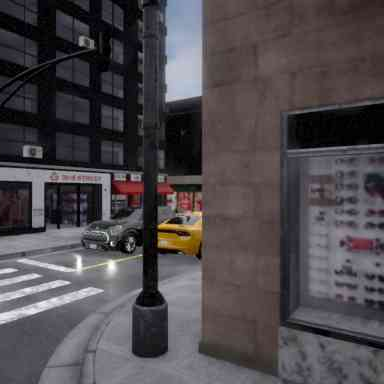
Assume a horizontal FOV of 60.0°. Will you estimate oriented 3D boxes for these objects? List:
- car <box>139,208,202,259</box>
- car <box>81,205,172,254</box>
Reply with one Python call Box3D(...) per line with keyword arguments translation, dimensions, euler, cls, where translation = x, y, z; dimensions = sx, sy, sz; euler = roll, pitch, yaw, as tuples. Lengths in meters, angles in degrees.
Box3D(translation=(0.465, 1.501, 12.860), dimensions=(1.882, 1.535, 5.008), euler=(0, 0, 33), cls="car")
Box3D(translation=(-2.319, 1.366, 13.813), dimensions=(2.097, 1.767, 4.553), euler=(0, 0, 33), cls="car")
